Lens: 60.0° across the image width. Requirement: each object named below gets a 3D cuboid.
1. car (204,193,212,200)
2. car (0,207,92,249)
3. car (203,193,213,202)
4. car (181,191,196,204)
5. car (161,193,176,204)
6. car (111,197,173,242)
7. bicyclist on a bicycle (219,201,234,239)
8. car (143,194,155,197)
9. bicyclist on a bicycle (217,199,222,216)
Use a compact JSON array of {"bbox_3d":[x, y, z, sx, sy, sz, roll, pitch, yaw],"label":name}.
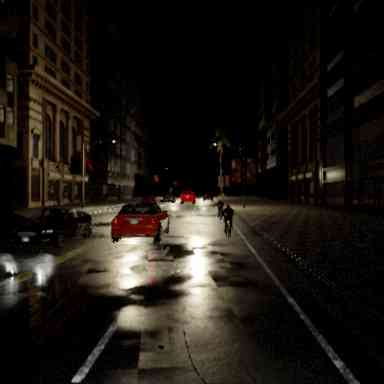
[{"bbox_3d":[3.712,0.956,77.731,1.882,1.535,5.008,0,0,3],"label":"car"},{"bbox_3d":[-5.852,1.428,14.369,2.128,1.511,4.902,0,0,3],"label":"car"},{"bbox_3d":[3.196,1.088,64.734,1.837,1.490,4.892,0,-1,3],"label":"car"},{"bbox_3d":[-0.569,0.908,53.588,2.150,2.045,5.566,0,1,3],"label":"car"},{"bbox_3d":[-3.931,1.025,55.127,2.097,1.767,4.553,0,0,3],"label":"car"},{"bbox_3d":[-2.320,1.282,16.055,2.097,1.767,4.553,0,0,3],"label":"car"},{"bbox_3d":[1.707,1.387,15.614,0.582,1.620,1.656,0,0,3],"label":"bicyclist on a bicycle"},{"bbox_3d":[-7.193,1.150,54.993,1.882,1.535,5.008,0,1,3],"label":"car"},{"bbox_3d":[2.137,1.342,24.821,0.582,1.620,1.656,0,0,3],"label":"bicyclist on a bicycle"}]
